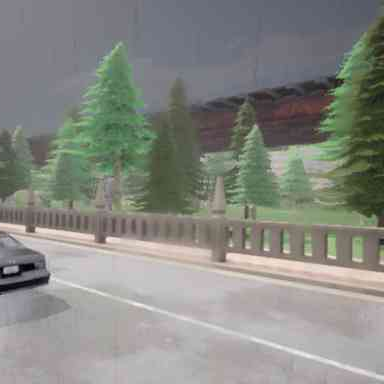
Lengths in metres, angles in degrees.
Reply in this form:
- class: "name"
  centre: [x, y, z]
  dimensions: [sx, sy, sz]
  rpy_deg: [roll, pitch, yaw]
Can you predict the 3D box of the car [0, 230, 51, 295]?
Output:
- class: "car"
  centre: [-5.613, 1.611, 8.267]
  dimensions: [5.357, 1.411, 2.033]
  rpy_deg: [0, -1, 38]
